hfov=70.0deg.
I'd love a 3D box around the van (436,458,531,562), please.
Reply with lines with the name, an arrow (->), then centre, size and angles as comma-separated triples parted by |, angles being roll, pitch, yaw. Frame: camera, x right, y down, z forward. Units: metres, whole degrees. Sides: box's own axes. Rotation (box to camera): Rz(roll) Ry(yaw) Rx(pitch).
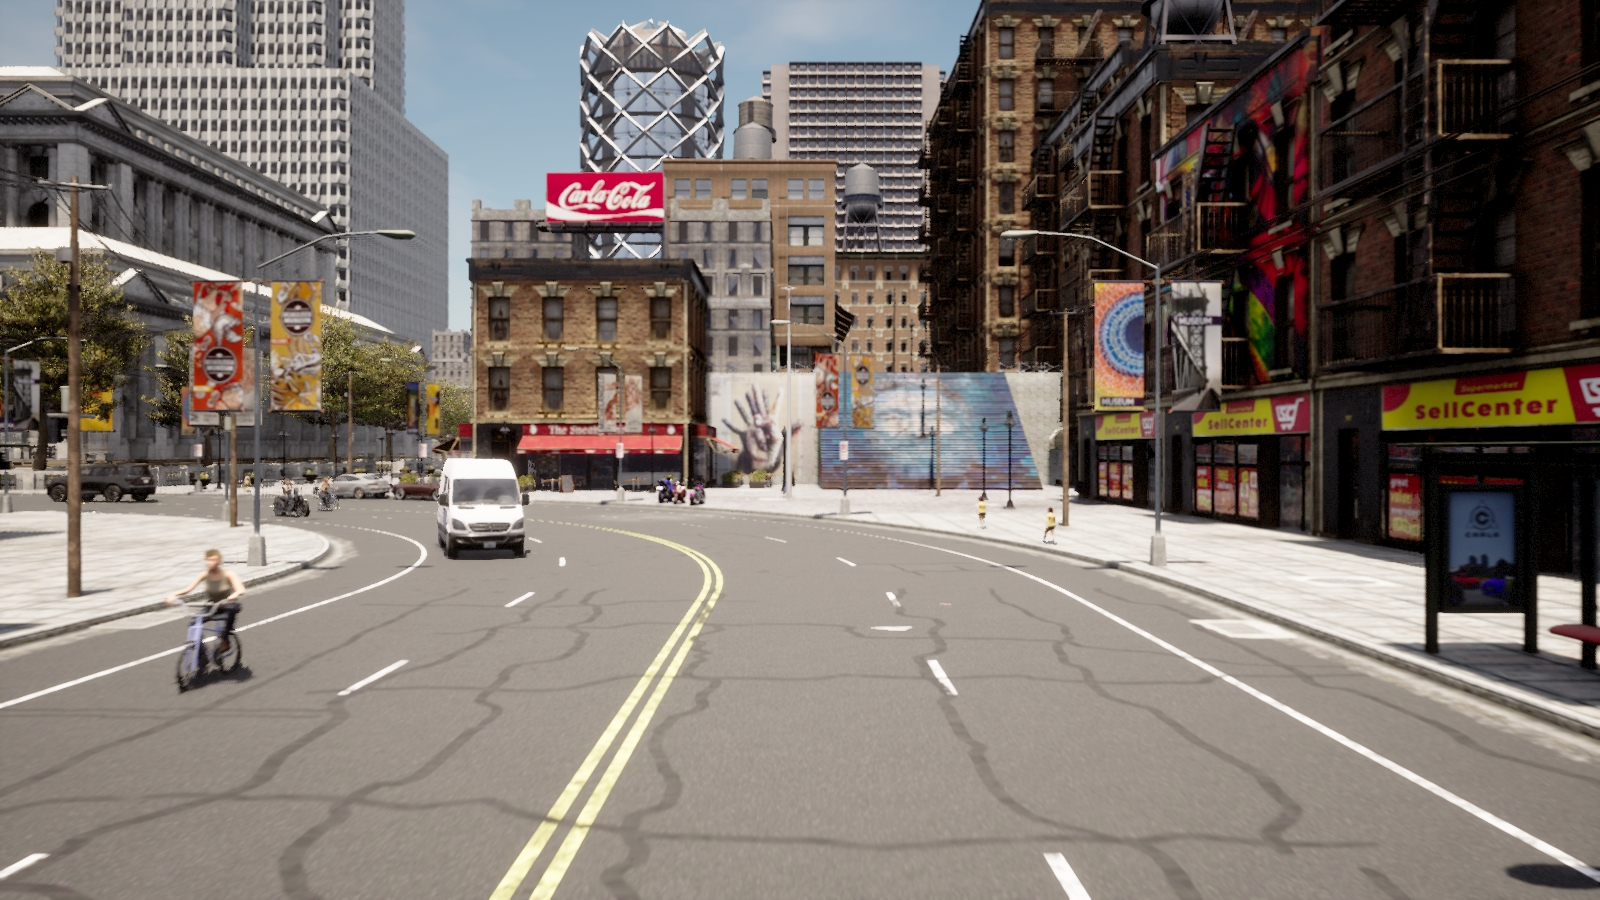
van -> -8.886, 1.534, 31.702 | 1.988, 2.561, 5.915 | 1, 0, -21

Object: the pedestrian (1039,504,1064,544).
pedestrian -> 7.066, 2.076, 32.163 | 0.500, 1.100, 0.500 | 0, 0, -19

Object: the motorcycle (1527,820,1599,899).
motorcycle -> 3.500, 2.182, 3.929 | 0.856, 1.236, 1.805 | 0, 0, 0

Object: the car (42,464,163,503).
car -> -37.701, 1.779, 61.797 | 5.566, 2.045, 2.150 | 0, 0, 10

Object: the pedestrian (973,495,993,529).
pedestrian -> 6.138, 2.076, 38.302 | 0.500, 1.100, 0.500 | 0, 0, -20

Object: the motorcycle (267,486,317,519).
motorcycle -> -21.232, 2.170, 47.766 | 2.356, 1.277, 0.764 | 0, 1, 34
